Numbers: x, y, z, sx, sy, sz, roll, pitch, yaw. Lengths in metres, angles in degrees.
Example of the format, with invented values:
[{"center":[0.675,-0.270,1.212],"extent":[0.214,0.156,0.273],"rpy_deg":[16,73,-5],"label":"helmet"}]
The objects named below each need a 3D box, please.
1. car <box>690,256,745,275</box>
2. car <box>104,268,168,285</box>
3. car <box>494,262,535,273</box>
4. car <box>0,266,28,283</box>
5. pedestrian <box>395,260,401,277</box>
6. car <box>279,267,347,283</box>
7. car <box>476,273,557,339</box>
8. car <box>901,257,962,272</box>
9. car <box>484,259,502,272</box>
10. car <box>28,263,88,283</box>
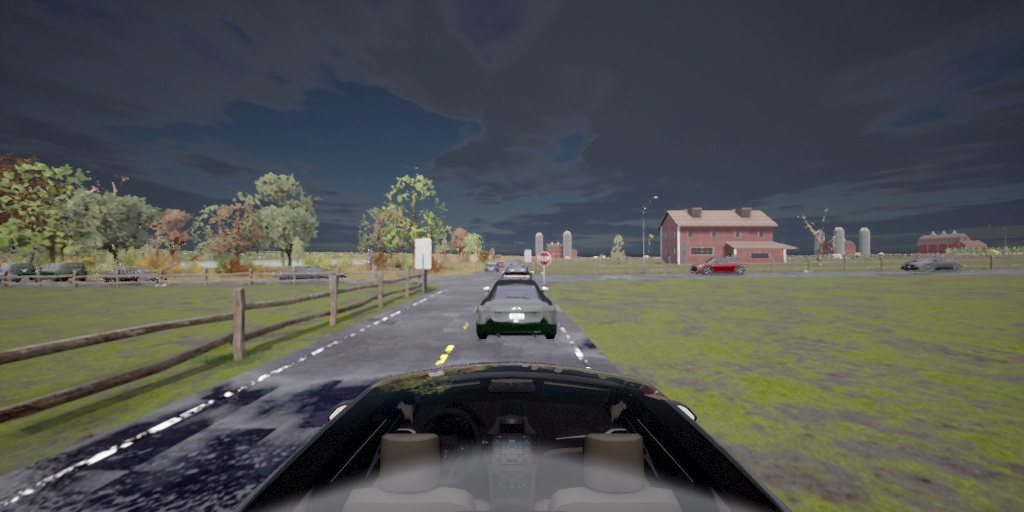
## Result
[{"center":[19.801,0.922,34.675],"extent":[4.553,1.767,2.097],"rpy_deg":[-1,0,1],"label":"car"},{"center":[-34.070,1.829,32.566],"extent":[4.902,1.511,2.128],"rpy_deg":[-1,0,4],"label":"car"},{"center":[0.379,1.325,22.165],"extent":[2.128,1.511,4.902],"rpy_deg":[0,0,4],"label":"car"},{"center":[-51.890,2.099,36.092],"extent":[4.902,1.511,2.128],"rpy_deg":[-1,0,20],"label":"car"},{"center":[-12.088,1.314,38.010],"extent":[0.375,1.860,0.375],"rpy_deg":[0,1,1],"label":"pedestrian"},{"center":[-17.731,1.661,32.097],"extent":[5.357,1.411,2.033],"rpy_deg":[-1,0,1],"label":"car"},{"center":[0.112,1.348,10.152],"extent":[1.994,1.385,4.181],"rpy_deg":[0,0,0],"label":"car"},{"center":[40.217,0.828,34.451],"extent":[4.181,1.385,1.994],"rpy_deg":[-1,0,1],"label":"car"},{"center":[-2.751,1.472,49.362],"extent":[1.812,1.442,4.674],"rpy_deg":[0,0,0],"label":"car"},{"center":[-47.508,1.734,37.770],"extent":[5.566,2.045,2.150],"rpy_deg":[-1,0,18],"label":"car"}]
